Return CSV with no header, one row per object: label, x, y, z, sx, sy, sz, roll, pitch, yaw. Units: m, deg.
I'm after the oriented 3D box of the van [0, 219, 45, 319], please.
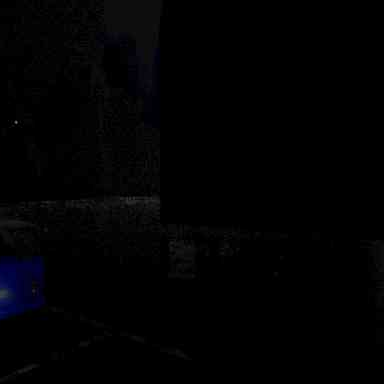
van,-4.410,1.339,6.107,3.998,1.788,1.690,0,0,36
